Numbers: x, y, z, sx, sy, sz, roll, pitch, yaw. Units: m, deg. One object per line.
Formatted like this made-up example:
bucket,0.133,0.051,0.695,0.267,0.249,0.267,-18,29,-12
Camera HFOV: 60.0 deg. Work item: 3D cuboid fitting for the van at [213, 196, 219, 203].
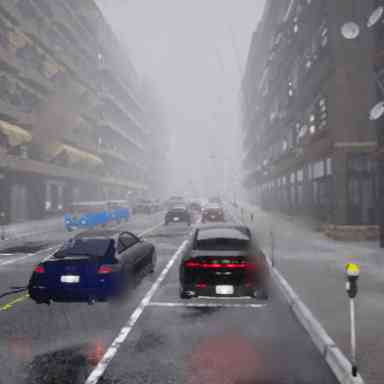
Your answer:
van,6.244,1.887,86.695,1.690,1.788,3.998,0,0,4

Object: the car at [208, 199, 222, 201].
car,2.085,1.698,31.538,1.887,1.381,4.507,1,0,4

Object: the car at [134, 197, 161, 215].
car,-5.345,1.596,37.712,2.192,1.841,5.009,1,0,4

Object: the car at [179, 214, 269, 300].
car,0.769,1.538,8.471,1.837,1.490,4.892,-1,0,4

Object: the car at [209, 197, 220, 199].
car,2.513,1.625,37.054,1.967,1.590,4.097,1,0,4

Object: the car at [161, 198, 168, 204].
car,-4.926,1.629,43.225,2.192,1.841,5.009,1,0,4

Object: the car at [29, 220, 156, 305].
car,-2.169,1.632,8.327,1.994,1.385,4.181,-1,0,4

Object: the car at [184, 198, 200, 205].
car,0.309,1.772,42.253,1.812,1.442,4.674,-1,0,4

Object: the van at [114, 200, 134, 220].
van,-6.184,1.560,26.683,1.690,1.788,3.998,1,0,4

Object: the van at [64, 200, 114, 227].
van,-6.602,1.531,21.167,1.690,1.788,3.998,1,0,4

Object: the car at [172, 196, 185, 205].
car,-2.831,1.819,70.798,2.192,1.841,5.009,1,0,4

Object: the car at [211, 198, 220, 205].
car,4.985,1.990,70.147,1.802,1.307,4.206,0,0,4

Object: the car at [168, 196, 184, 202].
car,-2.136,1.522,46.464,2.150,2.045,5.566,-1,-1,4

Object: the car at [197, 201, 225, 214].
car,1.666,1.668,26.024,1.887,1.381,4.507,1,0,4

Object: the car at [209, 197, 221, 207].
car,4.148,1.767,59.118,1.967,1.590,4.097,1,0,4

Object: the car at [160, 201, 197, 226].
car,-0.908,1.672,24.938,1.812,1.442,4.674,-1,0,4

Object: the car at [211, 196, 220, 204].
car,5.825,1.813,81.180,2.192,1.841,5.009,0,0,4

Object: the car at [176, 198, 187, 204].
car,-2.415,2.092,76.312,1.887,1.381,4.507,1,0,4

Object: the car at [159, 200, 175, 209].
car,-4.091,1.950,54.255,1.947,1.339,4.313,1,0,4

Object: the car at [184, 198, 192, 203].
car,-1.158,2.273,92.857,1.802,1.307,4.206,1,0,4
